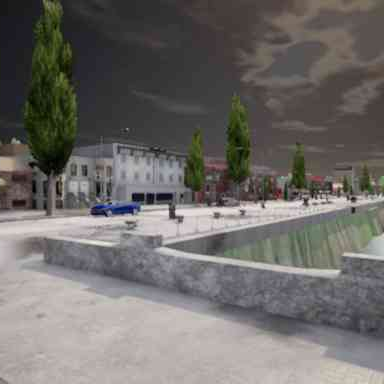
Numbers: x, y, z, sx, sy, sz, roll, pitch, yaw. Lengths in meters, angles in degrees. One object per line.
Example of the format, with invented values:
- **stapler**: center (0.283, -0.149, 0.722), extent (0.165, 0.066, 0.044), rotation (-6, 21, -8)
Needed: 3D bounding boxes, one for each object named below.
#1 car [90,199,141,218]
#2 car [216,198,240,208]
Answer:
- **car**: center (-6.859, 1.416, 30.227), extent (1.882, 1.535, 5.008), rotation (0, 0, 35)
- **car**: center (5.129, 1.503, 47.130), extent (1.994, 1.385, 4.181), rotation (0, 0, 36)
